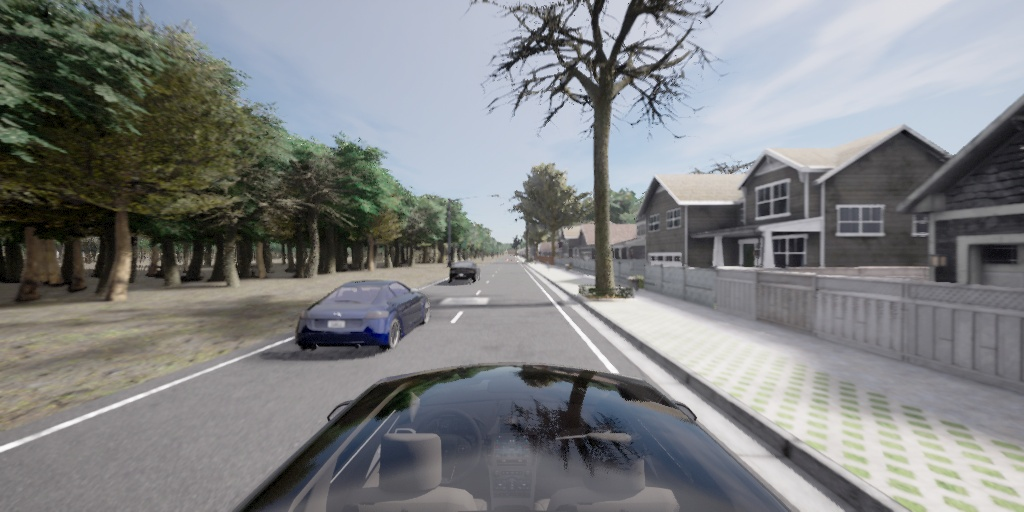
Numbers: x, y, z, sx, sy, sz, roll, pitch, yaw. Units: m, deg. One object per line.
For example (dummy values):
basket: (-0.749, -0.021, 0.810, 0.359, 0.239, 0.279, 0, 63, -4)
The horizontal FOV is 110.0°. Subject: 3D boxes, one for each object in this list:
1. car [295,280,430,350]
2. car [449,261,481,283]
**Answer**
car: (-3.400, 1.279, 8.952, 1.994, 1.385, 4.181, 0, 0, 0)
car: (-3.406, 1.101, 26.495, 1.882, 1.535, 5.008, 0, 0, 0)
